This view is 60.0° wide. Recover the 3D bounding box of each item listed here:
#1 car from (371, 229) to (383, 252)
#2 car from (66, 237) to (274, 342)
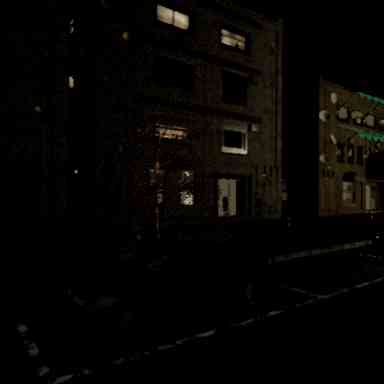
[{"bbox_3d":[8.680,1.526,12.740,4.829,1.417,1.752,0,1,-35],"label":"car"},{"bbox_3d":[-0.191,1.582,6.414,4.206,1.307,1.802,0,1,-35],"label":"car"}]
